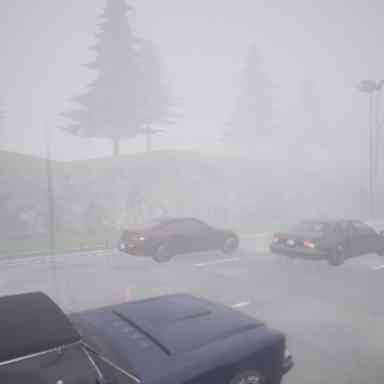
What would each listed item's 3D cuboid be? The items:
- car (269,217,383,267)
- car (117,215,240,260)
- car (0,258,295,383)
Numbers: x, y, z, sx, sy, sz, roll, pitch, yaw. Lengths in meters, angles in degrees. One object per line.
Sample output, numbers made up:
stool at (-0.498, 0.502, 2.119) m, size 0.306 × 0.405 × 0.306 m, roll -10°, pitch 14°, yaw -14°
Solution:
car at (5.059, 1.596, 11.673) m, size 5.357 × 1.411 × 2.033 m, roll 0°, pitch 0°, yaw -36°
car at (-0.370, 1.576, 12.084) m, size 4.674 × 1.442 × 1.812 m, roll 0°, pitch 0°, yaw -36°
car at (-1.287, 1.613, 2.812) m, size 4.718 × 1.301 × 1.895 m, roll 0°, pitch 0°, yaw -36°
